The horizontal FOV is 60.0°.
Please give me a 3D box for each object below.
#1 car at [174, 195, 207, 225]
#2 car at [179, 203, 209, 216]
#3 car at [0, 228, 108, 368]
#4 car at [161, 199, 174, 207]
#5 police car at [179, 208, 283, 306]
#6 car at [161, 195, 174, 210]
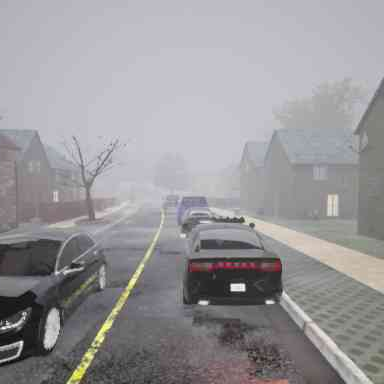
[{"bbox_3d":[0.004,1.263,24.257,2.150,2.045,5.566,0,0,-4],"label":"car"},{"bbox_3d":[0.354,1.545,18.197,1.812,1.442,4.674,0,0,-3],"label":"car"},{"bbox_3d":[-2.879,1.506,6.093,1.837,1.490,4.892,0,0,-1],"label":"car"},{"bbox_3d":[-4.198,1.814,56.051,1.895,1.301,4.718,0,0,-9],"label":"car"},{"bbox_3d":[0.721,1.425,8.248,1.930,1.638,5.238,0,0,-1],"label":"police car"},{"bbox_3d":[-2.682,1.356,44.579,2.150,2.045,5.566,0,0,-7],"label":"car"}]
